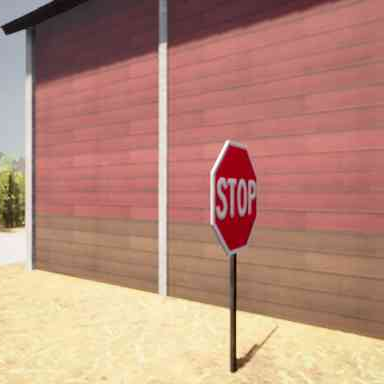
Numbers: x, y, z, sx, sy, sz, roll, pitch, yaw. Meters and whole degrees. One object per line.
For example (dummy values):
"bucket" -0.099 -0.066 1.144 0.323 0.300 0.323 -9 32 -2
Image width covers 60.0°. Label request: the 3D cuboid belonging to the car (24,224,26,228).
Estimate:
"car" -6.823 1.585 18.741 1.895 1.301 4.718 0 0 32
